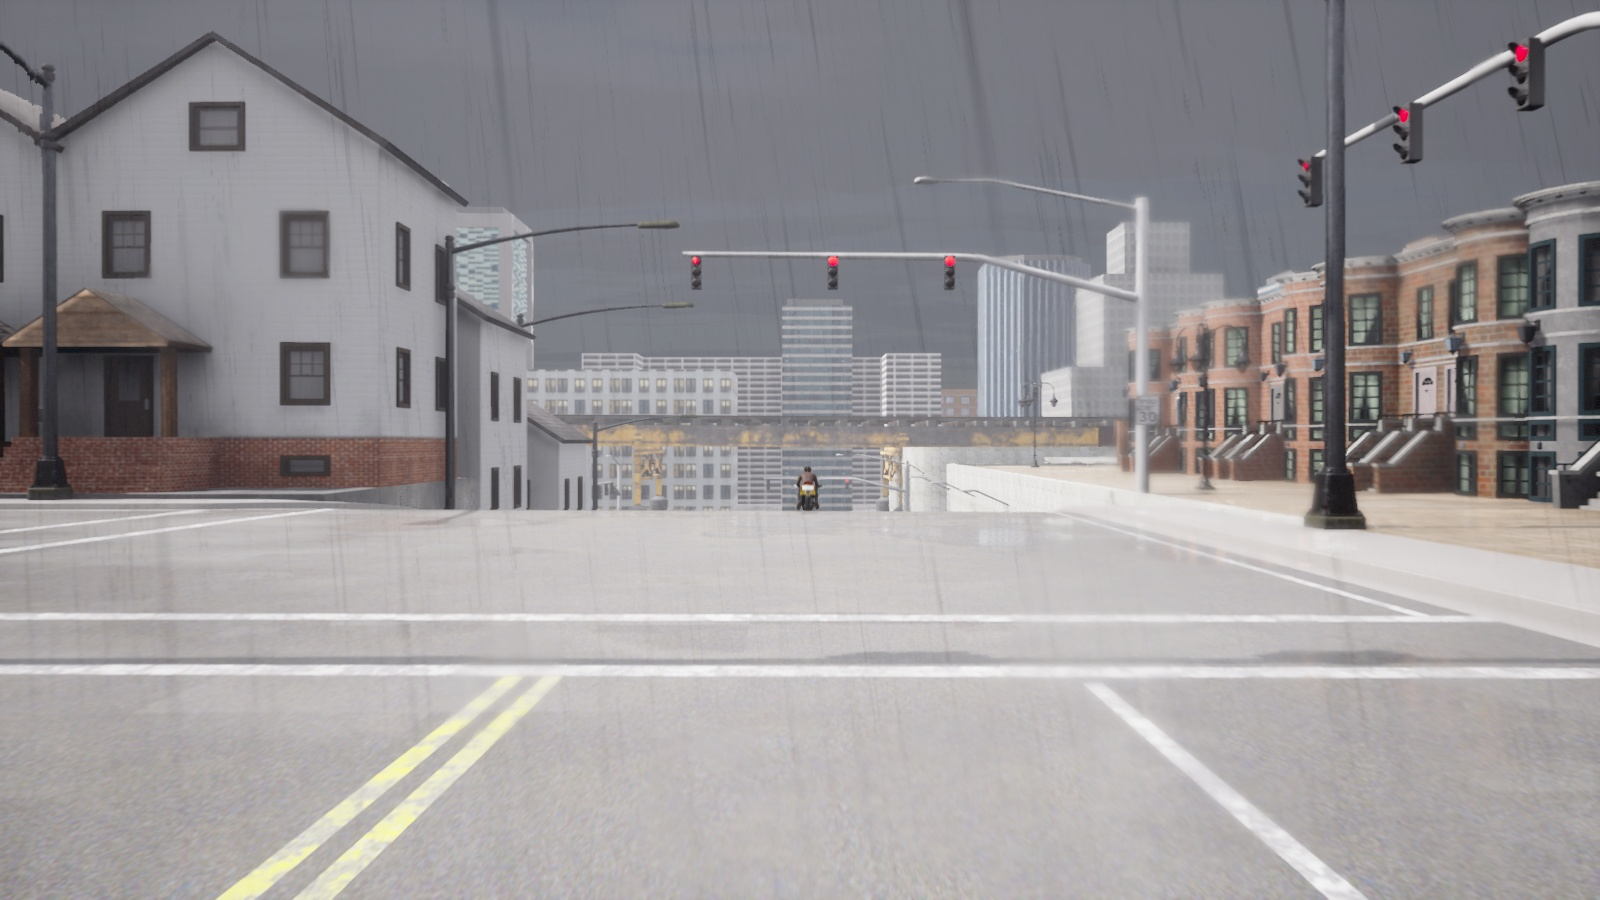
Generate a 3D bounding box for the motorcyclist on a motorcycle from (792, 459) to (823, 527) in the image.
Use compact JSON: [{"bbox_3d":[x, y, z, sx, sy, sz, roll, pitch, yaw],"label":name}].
[{"bbox_3d":[0.205,1.172,33.324,0.797,1.523,2.044,0,-11,0],"label":"motorcyclist on a motorcycle"}]
